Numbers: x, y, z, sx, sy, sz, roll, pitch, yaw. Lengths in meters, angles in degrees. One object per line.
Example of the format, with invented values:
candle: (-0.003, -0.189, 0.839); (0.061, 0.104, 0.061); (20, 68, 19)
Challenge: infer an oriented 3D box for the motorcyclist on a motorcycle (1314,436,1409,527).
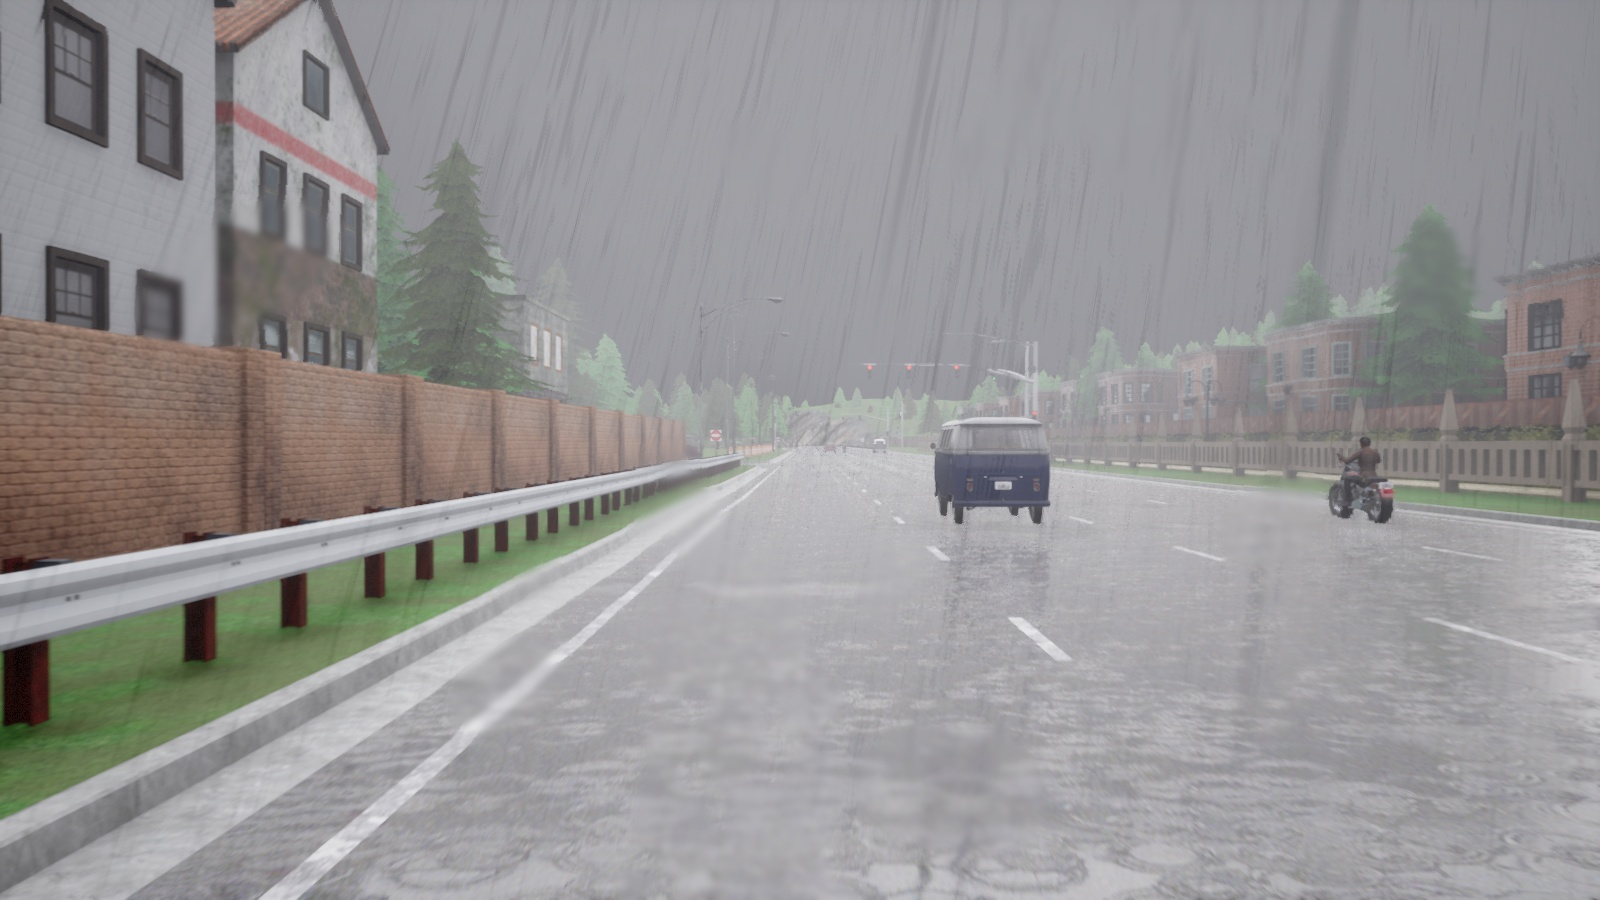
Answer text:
motorcyclist on a motorcycle: (10.652, 0.570, 23.907); (0.766, 1.649, 2.350); (0, 0, 0)

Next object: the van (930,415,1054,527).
van: (3.656, 0.363, 24.617); (1.775, 1.987, 4.442); (0, 0, 0)

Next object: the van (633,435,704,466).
van: (-8.747, 0.024, 83.311); (4.442, 1.987, 1.775); (0, 0, -14)
